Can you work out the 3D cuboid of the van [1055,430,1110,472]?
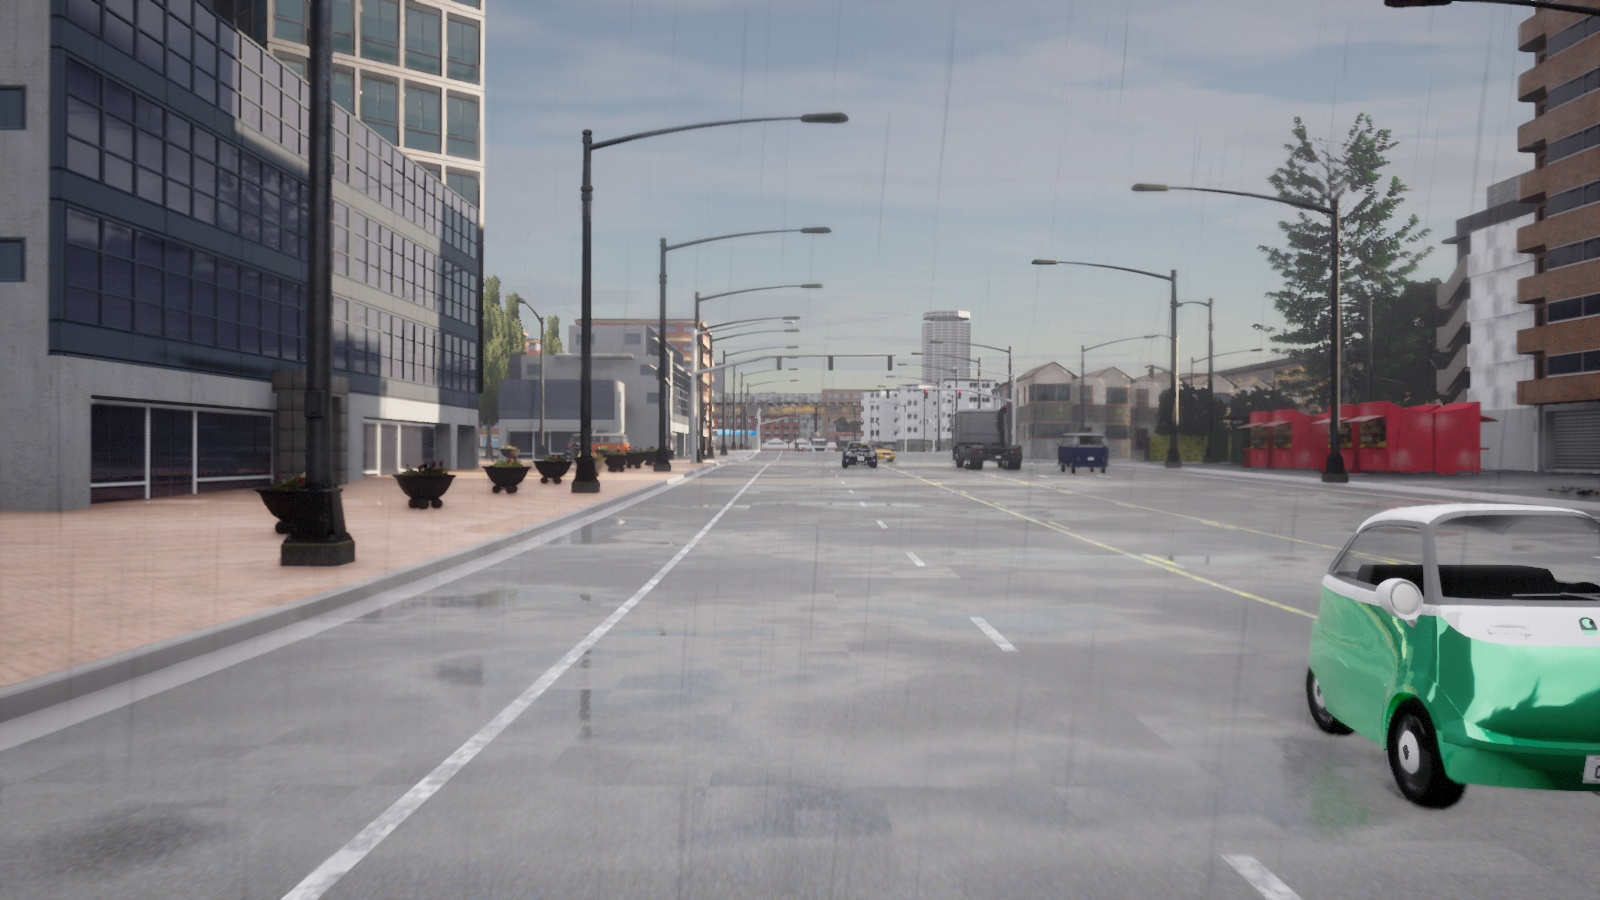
[{"bbox_3d":[13.829,0.004,61.757,1.775,1.987,4.442,0,1,1],"label":"van"}]

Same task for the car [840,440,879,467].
[{"bbox_3d":[3.325,0.175,70.640,1.970,1.475,3.806,0,1,0],"label":"car"}]

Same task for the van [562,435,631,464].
[{"bbox_3d":[-14.029,-0.055,86.711,4.442,1.987,1.775,0,0,0],"label":"van"}]

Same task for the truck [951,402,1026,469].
[{"bbox_3d":[10.324,-0.796,69.582,2.891,3.462,7.936,0,1,0],"label":"truck"}]

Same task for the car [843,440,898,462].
[{"bbox_3d":[5.104,0.064,91.719,1.801,1.575,5.366,0,0,-24],"label":"car"}]

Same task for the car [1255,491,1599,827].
[{"bbox_3d":[3.485,0.922,6.445,1.481,1.376,2.207,0,-1,0],"label":"car"}]
